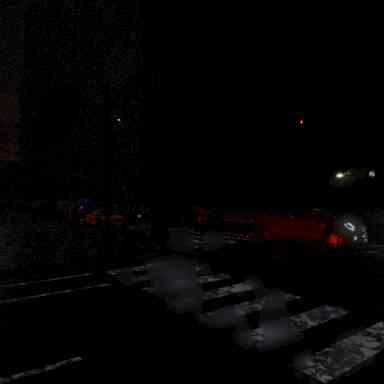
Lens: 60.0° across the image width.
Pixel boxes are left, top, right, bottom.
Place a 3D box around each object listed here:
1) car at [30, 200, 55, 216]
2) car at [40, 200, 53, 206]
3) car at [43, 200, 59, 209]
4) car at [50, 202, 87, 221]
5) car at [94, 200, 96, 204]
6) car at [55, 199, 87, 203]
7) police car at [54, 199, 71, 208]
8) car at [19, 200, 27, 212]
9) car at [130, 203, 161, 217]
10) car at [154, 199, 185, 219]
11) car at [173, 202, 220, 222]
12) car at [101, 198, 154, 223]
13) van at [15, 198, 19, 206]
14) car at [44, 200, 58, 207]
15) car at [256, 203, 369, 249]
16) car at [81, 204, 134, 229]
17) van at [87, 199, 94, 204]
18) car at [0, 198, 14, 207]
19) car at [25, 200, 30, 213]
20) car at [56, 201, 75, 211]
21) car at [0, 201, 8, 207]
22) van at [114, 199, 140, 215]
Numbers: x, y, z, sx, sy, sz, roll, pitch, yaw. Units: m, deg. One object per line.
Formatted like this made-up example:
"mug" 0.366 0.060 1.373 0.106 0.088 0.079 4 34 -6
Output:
"car" -17.717 1.900 40.436 2.192 1.841 5.009 -1 0 -35
"car" -34.749 2.658 79.162 1.947 1.339 4.313 -1 0 -35
"car" -26.892 2.386 63.510 1.837 1.490 4.892 0 -1 -35
"car" -12.055 2.003 32.467 2.008 1.369 4.403 -1 0 -35
"car" -11.204 1.874 46.033 2.192 1.841 5.009 -1 0 -35
"car" -15.108 1.915 41.413 2.097 1.767 4.553 0 -1 -35
"police car" -25.465 2.305 65.416 1.930 1.638 5.238 0 -1 -35
"car" -23.370 2.156 48.403 1.967 1.590 4.097 -1 0 -35
"car" -5.318 2.003 37.730 1.802 1.307 4.206 -1 0 -35
"car" -2.384 1.667 33.579 2.192 1.841 5.009 -1 0 -35
"car" 0.561 1.827 29.427 1.887 1.381 4.507 -1 0 -35
"car" -5.679 1.564 28.103 2.150 2.045 5.566 0 -1 -35
"van" -26.201 2.122 52.387 1.690 1.788 3.998 -1 0 -35
"car" -31.736 2.593 74.919 1.947 1.339 4.313 -1 0 -35
"car" 5.232 1.367 14.781 4.553 1.767 2.097 -1 -1 40
"car" -6.301 1.842 24.361 1.752 1.417 4.829 -1 0 -35
"van" -17.084 2.036 54.336 1.690 1.788 3.998 -1 0 -35
"car" -41.296 2.665 73.656 1.887 1.381 4.507 -1 0 -35
"car" -20.540 2.195 44.419 1.887 1.381 4.507 -1 0 -35
"car" -21.140 2.313 55.399 1.994 1.385 4.181 0 -1 -35
"car" -44.407 2.769 78.040 1.802 1.307 4.206 -1 0 -35
"van" -8.264 1.831 41.882 1.690 1.788 3.998 -1 0 -35
